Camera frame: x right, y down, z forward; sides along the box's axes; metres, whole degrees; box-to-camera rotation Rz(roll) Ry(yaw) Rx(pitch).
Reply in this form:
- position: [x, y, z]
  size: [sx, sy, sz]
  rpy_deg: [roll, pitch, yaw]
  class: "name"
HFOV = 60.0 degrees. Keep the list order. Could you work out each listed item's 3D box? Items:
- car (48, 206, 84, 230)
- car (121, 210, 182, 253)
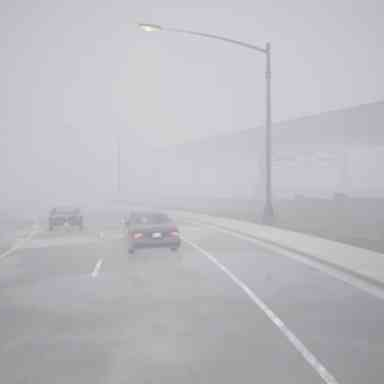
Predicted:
- position: [-7.898, 1.528, 20.748]
  size: [1.895, 1.301, 4.718]
  rpy_deg: [-1, 1, -22]
  class: "car"
- position: [-1.763, 1.446, 13.355]
  size: [2.033, 1.411, 5.357]
  rpy_deg: [-1, 1, -14]
  class: "car"
